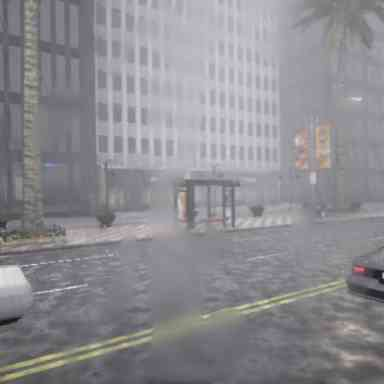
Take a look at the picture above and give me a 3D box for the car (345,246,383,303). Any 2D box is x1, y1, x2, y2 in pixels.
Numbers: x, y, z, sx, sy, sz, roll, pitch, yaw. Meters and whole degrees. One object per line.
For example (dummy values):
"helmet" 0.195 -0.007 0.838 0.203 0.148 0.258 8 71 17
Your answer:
"car" 5.517 1.470 7.024 5.357 1.411 2.033 -1 0 -32

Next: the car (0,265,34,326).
"car" -4.960 1.689 4.749 4.718 1.301 1.895 -1 0 -32
